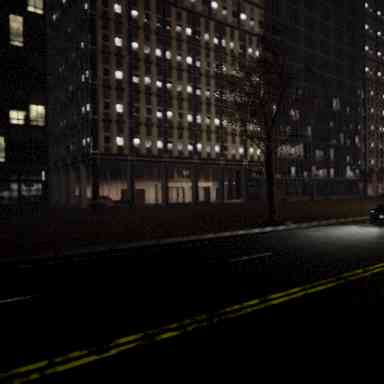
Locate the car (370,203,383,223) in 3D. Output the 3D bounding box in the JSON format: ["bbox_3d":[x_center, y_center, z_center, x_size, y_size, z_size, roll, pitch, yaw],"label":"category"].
[{"bbox_3d":[13.210,1.172,21.090,4.902,1.511,2.128,-1,0,-35],"label":"car"}]
